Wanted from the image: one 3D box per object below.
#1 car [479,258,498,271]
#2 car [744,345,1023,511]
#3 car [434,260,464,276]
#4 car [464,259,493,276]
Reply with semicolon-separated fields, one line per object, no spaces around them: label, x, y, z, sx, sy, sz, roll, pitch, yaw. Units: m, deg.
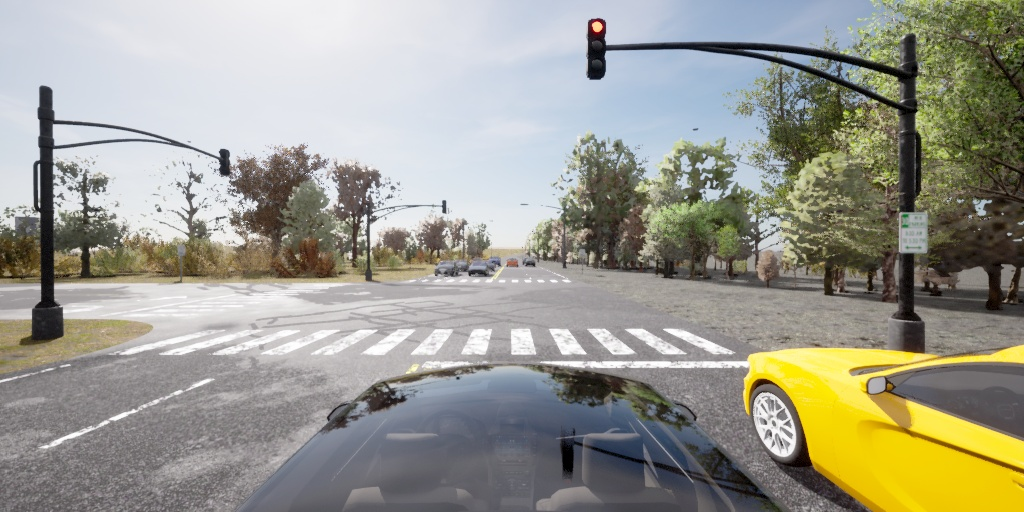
car;-3.331;1.315;47.151;1.994;1.385;4.181;0;0;0
car;3.363;1.195;1.746;1.882;1.535;5.008;0;1;0
car;-6.586;1.242;36.465;2.128;1.511;4.902;0;0;0
car;-3.338;1.297;36.687;2.033;1.411;5.357;0;0;0
